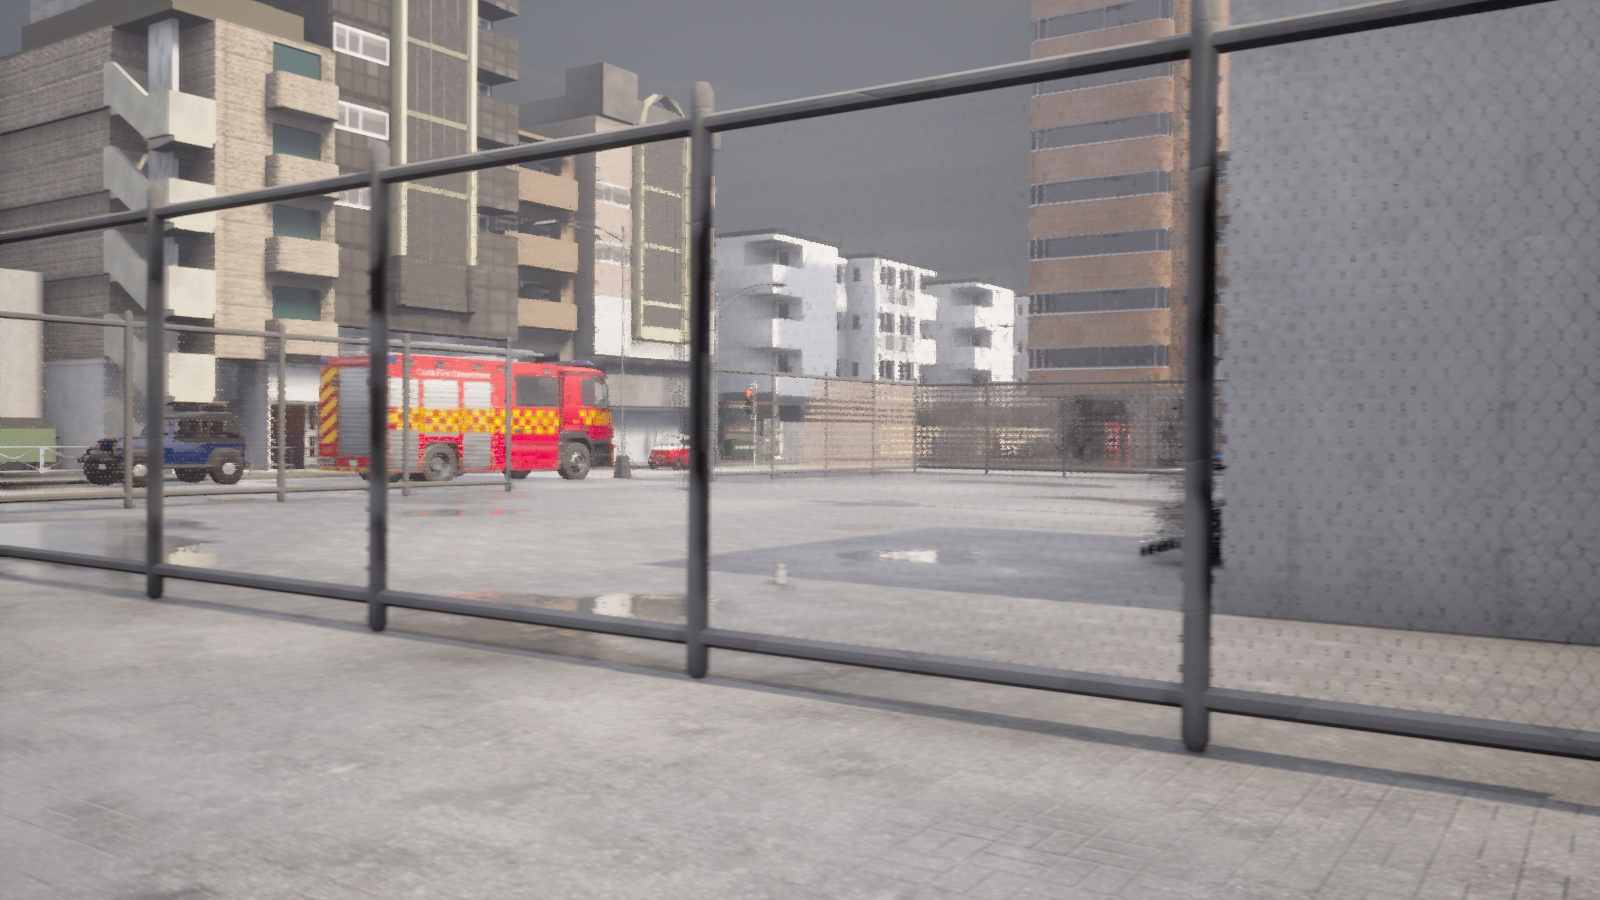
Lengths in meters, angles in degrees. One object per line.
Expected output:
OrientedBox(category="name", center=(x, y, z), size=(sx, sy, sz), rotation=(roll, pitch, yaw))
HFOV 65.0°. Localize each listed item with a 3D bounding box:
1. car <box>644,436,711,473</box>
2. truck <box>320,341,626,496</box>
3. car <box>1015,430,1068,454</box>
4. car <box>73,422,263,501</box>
OrientedBox(category="car", center=(-4.724, 0.166, 48.555), size=(1.481, 1.376, 2.207), rotation=(0, 1, 37))
OrientedBox(category="truck", center=(-8.879, -0.835, 35.337), size=(2.891, 3.827, 8.468), rotation=(0, 1, 34))
OrientedBox(category="car", center=(15.197, -0.517, 78.837), size=(1.970, 1.475, 3.806), rotation=(0, 1, 33))
OrientedBox(category="car", center=(-15.962, 0.237, 31.878), size=(1.905, 1.878, 3.866), rotation=(0, 1, 34))
